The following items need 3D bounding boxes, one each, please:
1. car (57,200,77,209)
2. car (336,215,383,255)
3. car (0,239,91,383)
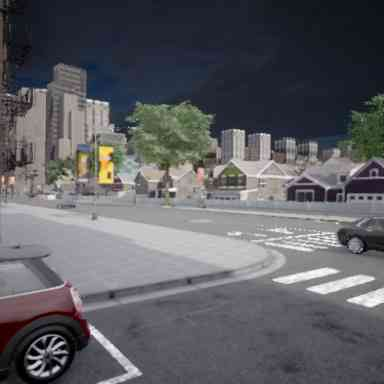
[{"bbox_3d":[-18.533,1.802,49.073,1.994,1.385,4.181,1,-1,-35],"label":"car"},{"bbox_3d":[7.711,1.621,11.912,1.837,1.490,4.892,1,0,-35],"label":"car"},{"bbox_3d":[-3.408,1.435,3.759,4.097,1.590,1.967,1,0,-35],"label":"car"}]
